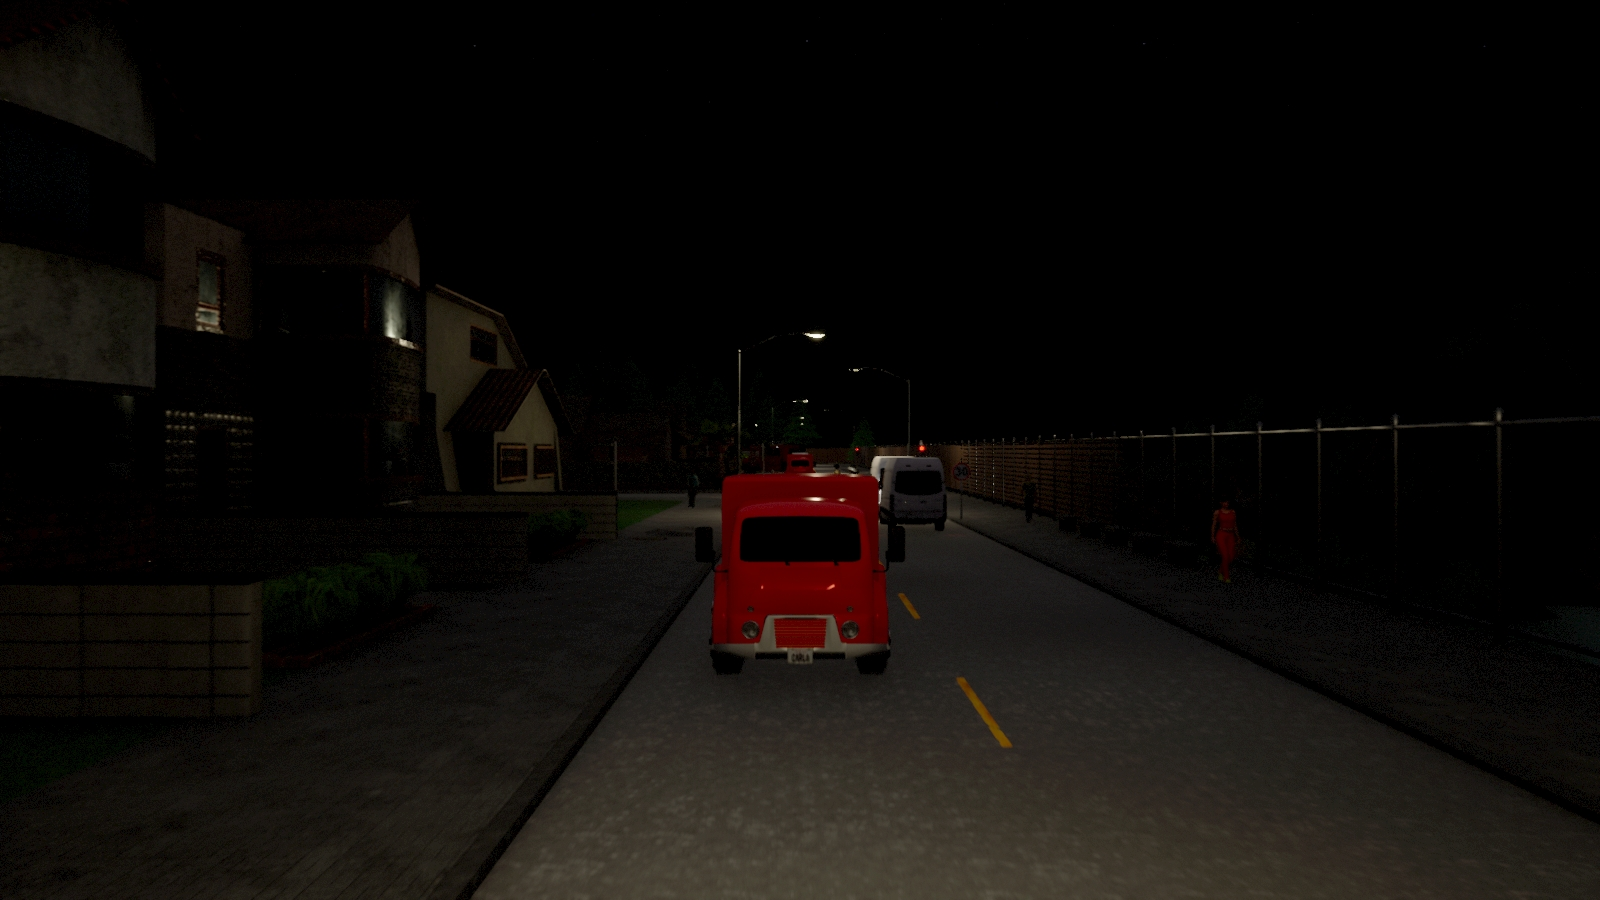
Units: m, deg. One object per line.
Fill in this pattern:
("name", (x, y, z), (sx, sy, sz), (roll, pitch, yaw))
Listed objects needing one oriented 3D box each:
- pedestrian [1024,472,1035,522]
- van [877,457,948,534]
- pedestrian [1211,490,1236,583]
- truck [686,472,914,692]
("pedestrian", (8.540, 1.751, 42.541), (0.375, 1.860, 0.375), (0, 0, 18))
("van", (3.999, 1.539, 41.458), (1.988, 2.561, 5.915), (0, 0, 0))
("pedestrian", (8.596, 1.747, 23.186), (0.375, 1.860, 0.375), (0, 0, 0))
("truck", (0.000, 1.573, 15.815), (2.627, 2.467, 5.204), (0, 0, 0))
